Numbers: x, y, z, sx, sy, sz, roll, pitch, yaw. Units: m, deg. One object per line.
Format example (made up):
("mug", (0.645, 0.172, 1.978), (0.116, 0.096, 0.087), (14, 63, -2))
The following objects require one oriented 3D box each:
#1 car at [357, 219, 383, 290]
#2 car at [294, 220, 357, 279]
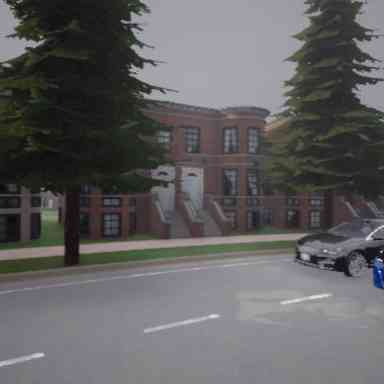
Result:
("car", (6.534, 1.334, 7.083), (5.566, 2.045, 2.150), (1, 0, -22))
("car", (5.492, 1.607, 10.320), (4.902, 1.511, 2.128), (1, 0, -22))
